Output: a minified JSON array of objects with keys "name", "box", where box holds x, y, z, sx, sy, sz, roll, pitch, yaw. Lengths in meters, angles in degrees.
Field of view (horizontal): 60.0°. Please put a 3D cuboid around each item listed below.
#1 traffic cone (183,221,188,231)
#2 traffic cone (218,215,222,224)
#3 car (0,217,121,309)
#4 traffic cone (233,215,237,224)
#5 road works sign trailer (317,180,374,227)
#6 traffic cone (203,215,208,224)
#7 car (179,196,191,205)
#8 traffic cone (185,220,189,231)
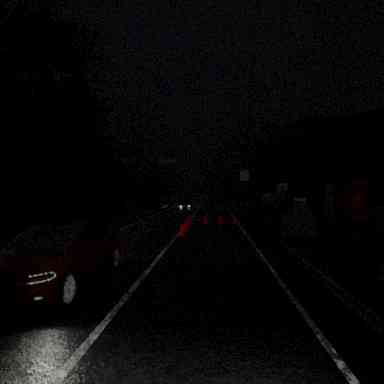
[{"name":"traffic cone","box":[-0.495,1.877,16.359,0.340,0.580,0.340,0,0,4]},{"name":"traffic cone","box":[1.890,1.858,22.205,0.340,0.580,0.340,0,0,4]},{"name":"car","box":[-3.170,1.430,8.064,1.882,1.535,5.008,0,0,4]},{"name":"traffic cone","box":[2.864,1.862,22.272,0.340,0.580,0.340,0,0,10]},{"name":"road works sign trailer","box":[7.918,0.514,18.581,3.560,2.380,2.880,-5,7,-42]},{"name":"traffic cone","box":[0.900,1.853,22.272,0.340,0.580,0.340,0,0,4]},{"name":"car","box":[-1.099,1.305,52.027,2.033,1.411,5.357,0,0,-2]},{"name":"traffic cone","box":[-0.362,1.867,18.355,0.340,0.580,0.340,0,0,4]}]
